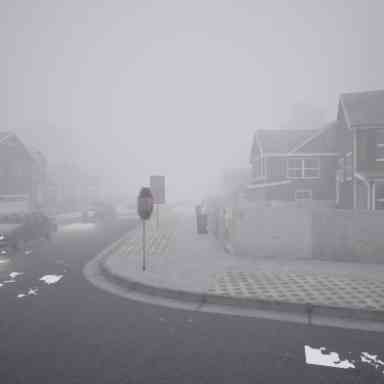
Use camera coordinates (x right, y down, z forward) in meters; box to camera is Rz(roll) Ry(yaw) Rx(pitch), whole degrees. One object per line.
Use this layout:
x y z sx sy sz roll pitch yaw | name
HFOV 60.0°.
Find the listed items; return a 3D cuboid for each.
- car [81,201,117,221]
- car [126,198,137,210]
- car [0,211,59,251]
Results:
-7.651 1.495 27.696 2.128 1.511 4.902 -1 0 1 | car
-7.051 1.510 42.591 1.812 1.442 4.674 -1 0 4 | car
-7.614 1.568 14.563 2.033 1.411 5.357 -1 0 -1 | car
